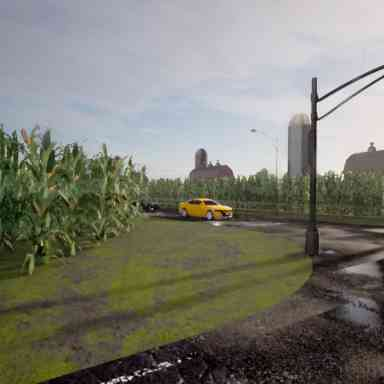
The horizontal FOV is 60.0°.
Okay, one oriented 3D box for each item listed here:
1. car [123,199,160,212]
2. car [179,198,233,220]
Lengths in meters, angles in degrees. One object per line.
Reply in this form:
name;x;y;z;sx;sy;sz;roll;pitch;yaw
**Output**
car;-5.173;1.322;33.915;1.895;1.301;4.718;2;0;-38
car;1.008;1.279;25.976;1.882;1.535;5.008;2;0;-38
